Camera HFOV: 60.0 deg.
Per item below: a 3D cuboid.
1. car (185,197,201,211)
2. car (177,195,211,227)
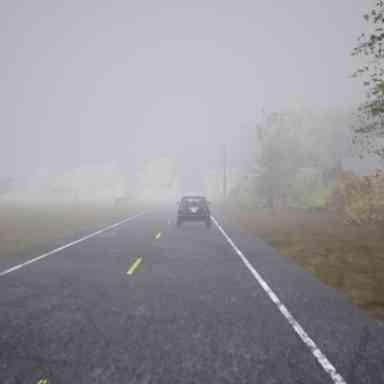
[{"bbox_3d":[0.115,1.494,41.543,1.882,1.535,5.008,0,0,0],"label":"car"},{"bbox_3d":[0.108,1.237,23.026,2.150,2.045,5.566,0,0,0],"label":"car"}]
